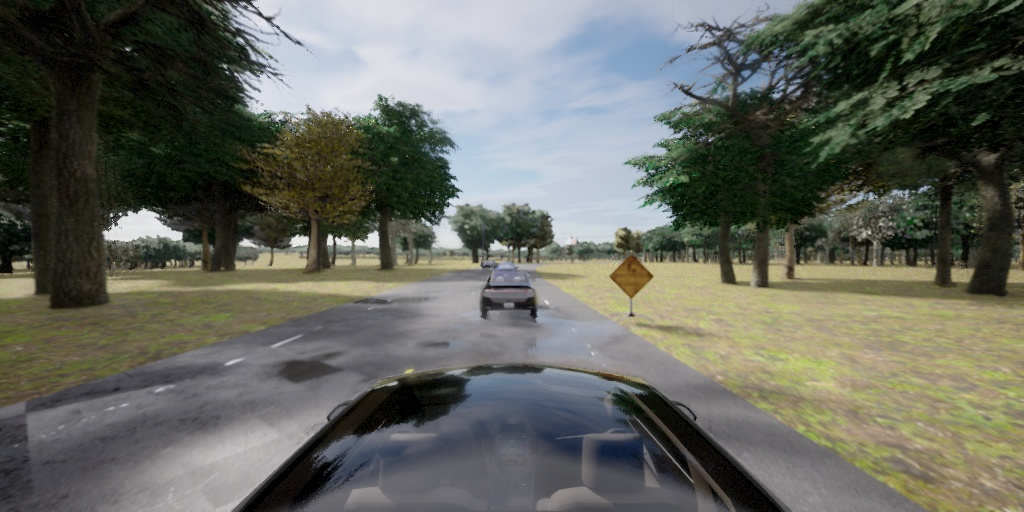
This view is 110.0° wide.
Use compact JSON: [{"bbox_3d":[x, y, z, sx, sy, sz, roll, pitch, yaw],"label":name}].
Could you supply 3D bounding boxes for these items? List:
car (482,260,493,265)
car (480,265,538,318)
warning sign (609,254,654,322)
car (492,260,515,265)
[{"bbox_3d":[-3.305,1.268,53.011,1.994,1.385,4.181,0,0,5],"label":"car"},{"bbox_3d":[-0.118,1.245,13.032,2.128,1.511,4.902,0,0,-1],"label":"car"},{"bbox_3d":[3.428,0.865,10.345,1.300,1.860,1.060,0,0,-1],"label":"warning sign"},{"bbox_3d":[-0.421,1.251,28.986,1.812,1.442,4.674,0,0,0],"label":"car"}]
